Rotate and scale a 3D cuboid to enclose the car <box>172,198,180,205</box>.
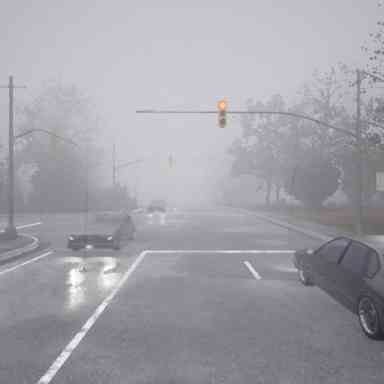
[{"bbox_3d":[-4.515,2.229,83.005,2.097,1.767,4.553,0,-1,-22],"label":"car"}]

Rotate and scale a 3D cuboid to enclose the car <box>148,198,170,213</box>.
[{"bbox_3d":[-3.825,1.589,37.031,2.033,1.411,5.357,0,0,-2],"label":"car"}]

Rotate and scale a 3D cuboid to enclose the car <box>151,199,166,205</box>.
[{"bbox_3d":[-8.295,2.445,83.062,2.033,1.411,5.357,0,-1,-25],"label":"car"}]

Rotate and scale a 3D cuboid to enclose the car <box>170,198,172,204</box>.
[{"bbox_3d":[-4.791,1.718,52.425,2.128,1.511,4.902,0,-1,-6],"label":"car"}]

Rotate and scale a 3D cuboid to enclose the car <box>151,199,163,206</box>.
[{"bbox_3d":[-7.250,2.179,68.425,1.895,1.301,4.718,0,-1,-13],"label":"car"}]

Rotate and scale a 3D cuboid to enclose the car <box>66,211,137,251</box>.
[{"bbox_3d":[-3.617,1.555,14.381,2.033,1.411,5.357,0,0,0],"label":"car"}]

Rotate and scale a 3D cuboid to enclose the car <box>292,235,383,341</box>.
[{"bbox_3d":[3.593,1.550,6.448,2.033,1.411,5.357,0,0,0],"label":"car"}]
